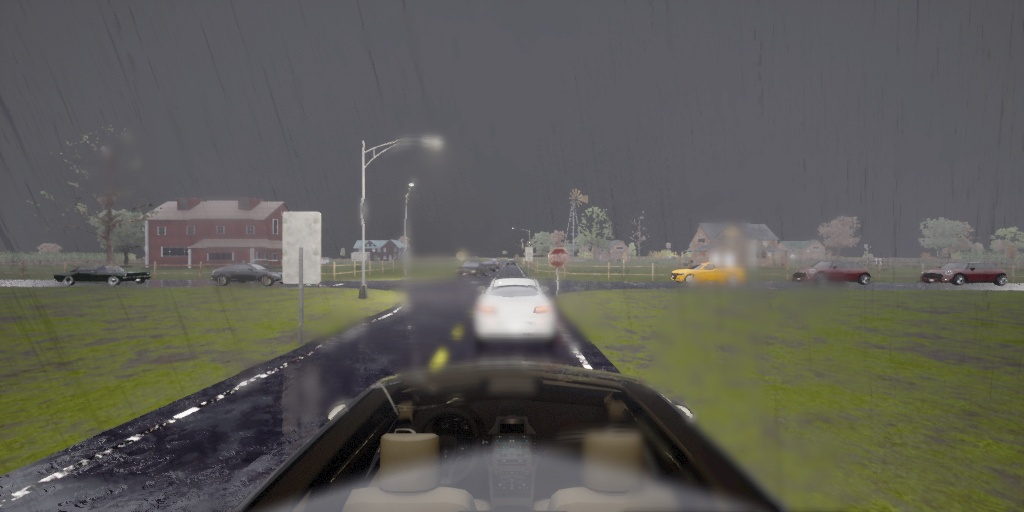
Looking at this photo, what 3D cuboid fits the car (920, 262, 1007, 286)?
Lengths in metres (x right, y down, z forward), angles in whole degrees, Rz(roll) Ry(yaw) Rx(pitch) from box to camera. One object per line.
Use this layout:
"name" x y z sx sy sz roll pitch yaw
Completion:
"car" 33.443 1.225 26.679 4.553 1.767 2.097 0 0 0

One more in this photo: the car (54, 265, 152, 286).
"car" -27.211 1.272 23.976 4.718 1.301 1.895 0 0 0

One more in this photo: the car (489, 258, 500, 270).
"car" -3.010 1.285 46.183 2.033 1.411 5.357 0 0 0

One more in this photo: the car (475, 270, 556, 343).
"car" 0.073 1.275 9.569 1.812 1.442 4.674 0 0 0

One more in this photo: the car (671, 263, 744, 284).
"car" 14.515 1.273 26.762 5.008 1.535 1.882 0 0 0

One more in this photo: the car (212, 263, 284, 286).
"car" -17.303 1.224 23.944 4.674 1.442 1.812 0 0 0

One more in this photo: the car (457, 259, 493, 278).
"car" -3.581 1.291 33.756 2.033 1.411 5.357 0 0 9

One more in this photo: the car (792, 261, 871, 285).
"car" 23.691 1.183 26.728 4.553 1.767 2.097 0 0 0
